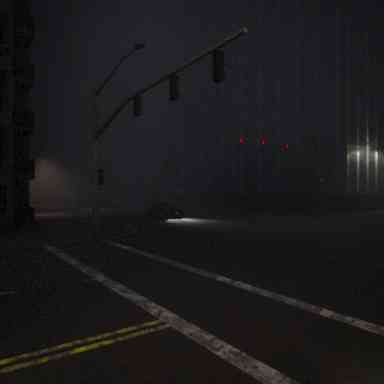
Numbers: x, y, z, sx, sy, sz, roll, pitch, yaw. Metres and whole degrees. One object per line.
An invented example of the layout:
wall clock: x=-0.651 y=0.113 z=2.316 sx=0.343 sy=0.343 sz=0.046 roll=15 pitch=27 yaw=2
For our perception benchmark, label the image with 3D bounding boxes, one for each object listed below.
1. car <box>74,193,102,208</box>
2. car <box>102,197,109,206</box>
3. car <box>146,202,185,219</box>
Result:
car: x=-15.222 y=1.218 z=47.560 sx=2.150 sy=2.045 sz=5.566 roll=0 pitch=0 yaw=-34
car: x=-15.039 y=1.472 z=53.630 sx=1.882 sy=1.535 sz=5.008 roll=0 pitch=0 yaw=-35
car: x=-2.392 y=1.559 z=29.164 sx=1.994 sy=1.385 sz=4.181 roll=0 pitch=0 yaw=-36
